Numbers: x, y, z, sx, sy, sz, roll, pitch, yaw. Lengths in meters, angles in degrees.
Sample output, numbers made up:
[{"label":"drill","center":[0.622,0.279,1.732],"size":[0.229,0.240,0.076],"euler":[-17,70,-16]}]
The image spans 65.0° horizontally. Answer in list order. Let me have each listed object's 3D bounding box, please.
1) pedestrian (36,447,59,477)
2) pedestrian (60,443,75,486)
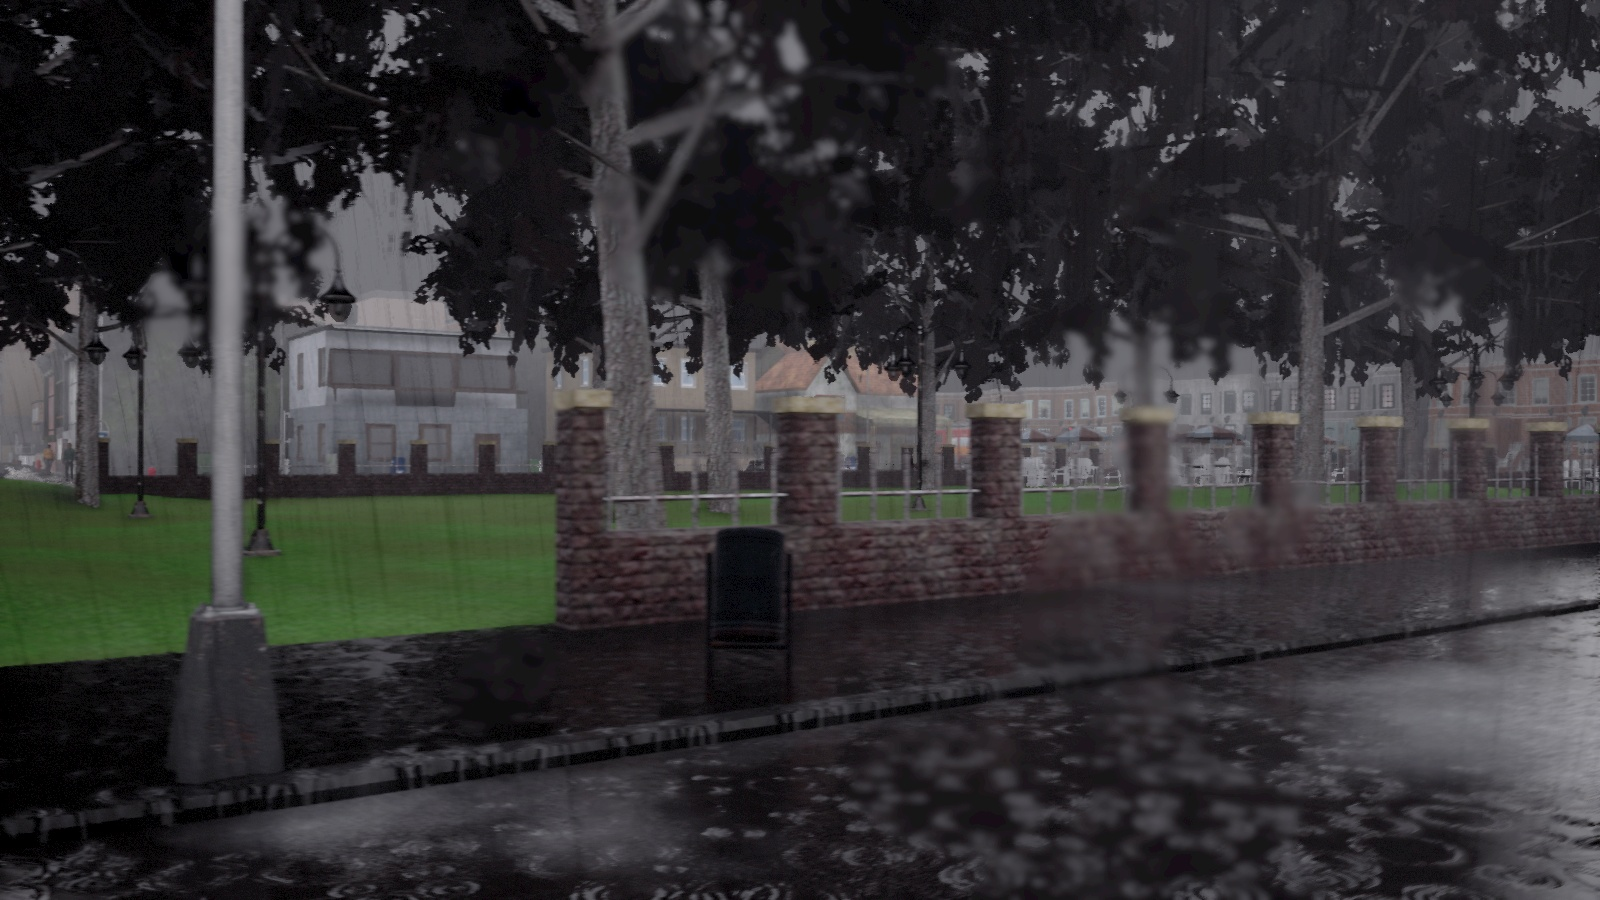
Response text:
[{"label":"pedestrian","center":[-46.508,0.743,77.592],"size":[0.900,1.855,0.874],"euler":[0,0,30]},{"label":"pedestrian","center":[-33.484,0.666,57.389],"size":[0.423,1.949,0.788],"euler":[0,0,-18]}]
